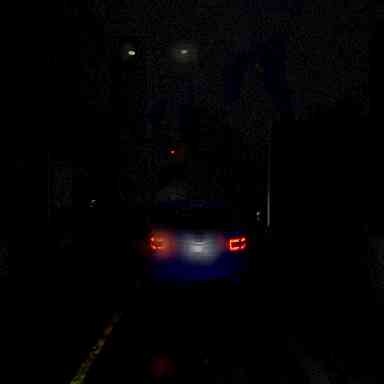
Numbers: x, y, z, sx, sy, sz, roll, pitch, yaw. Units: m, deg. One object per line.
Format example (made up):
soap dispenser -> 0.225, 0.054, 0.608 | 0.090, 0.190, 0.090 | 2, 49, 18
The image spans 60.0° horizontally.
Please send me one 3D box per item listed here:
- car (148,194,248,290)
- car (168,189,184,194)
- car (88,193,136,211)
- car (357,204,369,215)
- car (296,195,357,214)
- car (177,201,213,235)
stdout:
car -> 0.116, 1.195, 9.142 | 2.150, 2.045, 5.566 | 0, 0, 0
car -> -2.672, 0.761, 47.578 | 2.128, 1.511, 4.902 | 0, 2, 0
car -> -7.938, 0.901, 33.125 | 4.553, 1.767, 2.097 | 1, 1, -21
car -> 18.234, 1.525, 32.436 | 4.206, 1.307, 1.802 | 1, 0, 0
car -> 12.836, 1.181, 32.446 | 5.009, 1.841, 2.192 | 1, 0, 0
car -> 0.128, 1.389, 19.168 | 1.837, 1.490, 4.892 | 0, 1, 0
